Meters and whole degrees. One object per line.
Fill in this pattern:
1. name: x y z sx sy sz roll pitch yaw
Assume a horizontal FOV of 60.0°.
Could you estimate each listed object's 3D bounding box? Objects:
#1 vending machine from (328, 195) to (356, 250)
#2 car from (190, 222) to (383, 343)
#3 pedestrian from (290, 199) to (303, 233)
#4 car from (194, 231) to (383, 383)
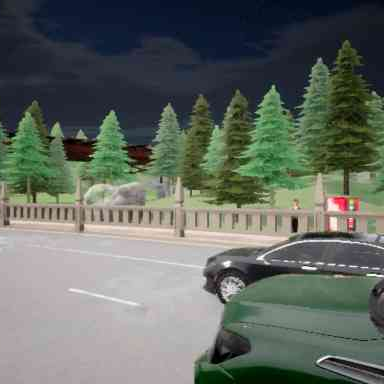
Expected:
1. vending machine: 6.079 1.195 13.466 0.880 2.100 1.100 0 0 33
2. car: 2.506 1.505 6.293 4.892 1.490 1.837 0 0 34
3. pedestrian: 4.077 1.142 12.999 0.375 1.860 0.375 0 0 33
4. car: 2.673 1.223 1.946 5.566 2.045 2.150 0 0 36
